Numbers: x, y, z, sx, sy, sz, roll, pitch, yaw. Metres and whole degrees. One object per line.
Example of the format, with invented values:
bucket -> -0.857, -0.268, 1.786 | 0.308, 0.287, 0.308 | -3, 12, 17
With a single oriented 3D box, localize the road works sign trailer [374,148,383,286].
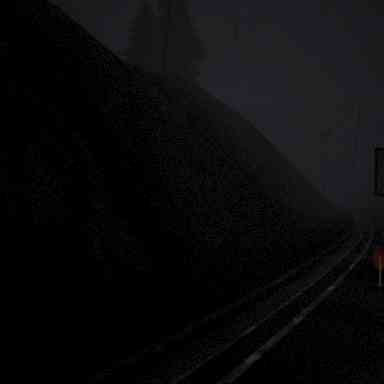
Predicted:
road works sign trailer -> 6.181, 0.505, 8.761 | 2.380, 3.560, 2.880 | 0, 0, 32
